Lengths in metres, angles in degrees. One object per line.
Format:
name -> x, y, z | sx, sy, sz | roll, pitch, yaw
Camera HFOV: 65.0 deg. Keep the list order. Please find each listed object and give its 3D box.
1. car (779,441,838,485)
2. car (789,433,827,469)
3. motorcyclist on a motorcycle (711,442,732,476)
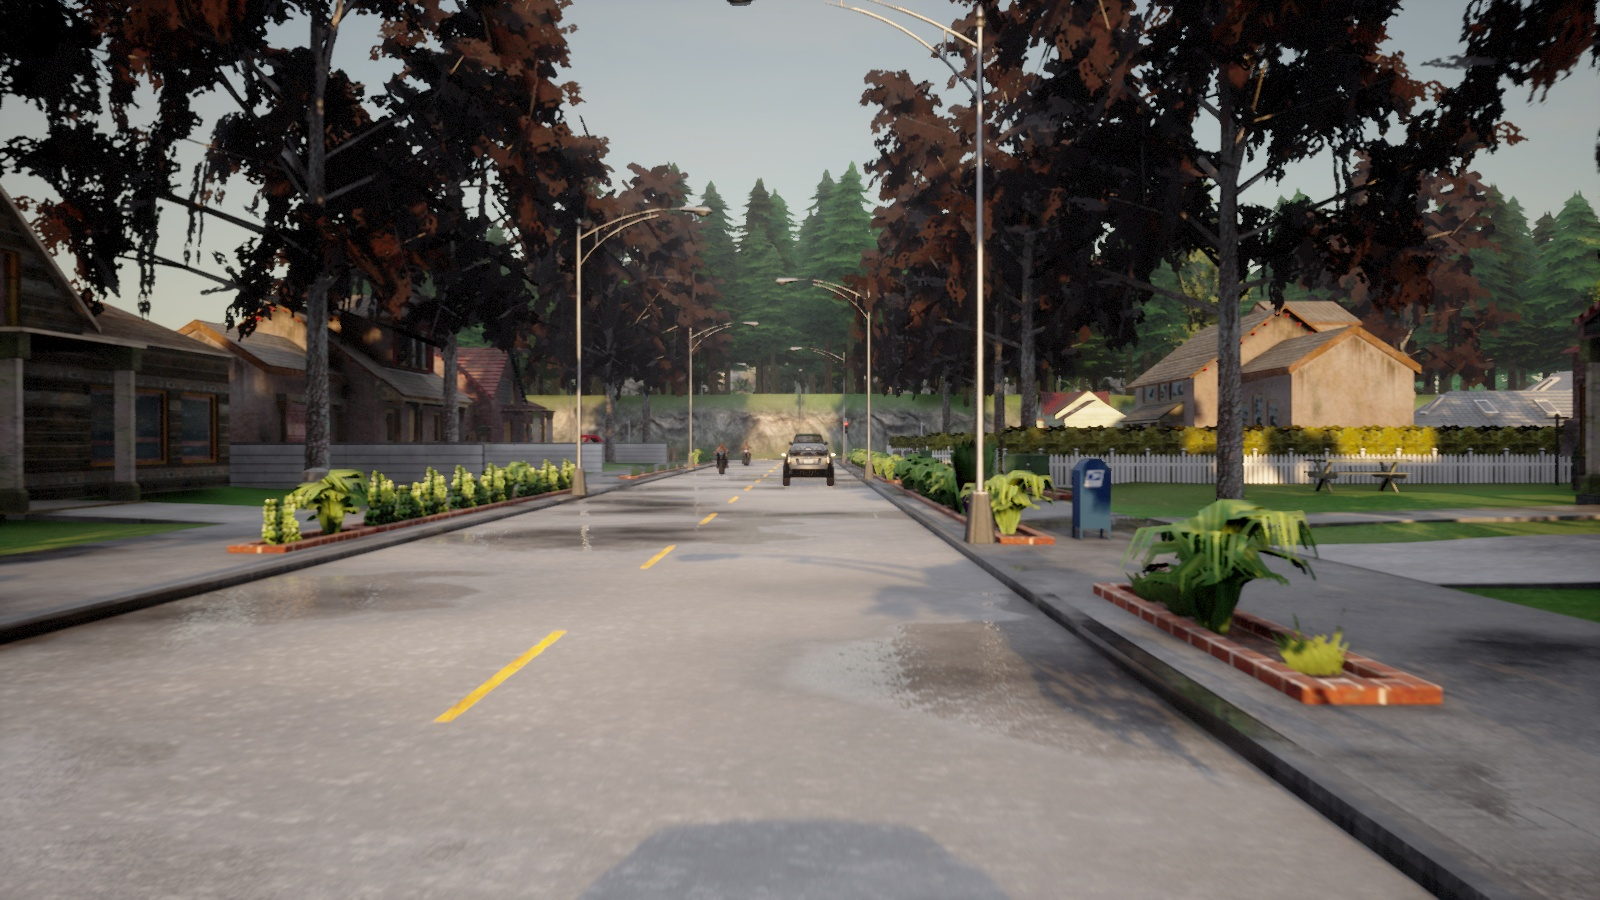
car -> 0.300, 0.438, 45.241 | 2.007, 1.525, 4.514 | 0, 0, 0
car -> 0.488, 0.042, 75.086 | 2.150, 2.045, 5.566 | 0, 0, 0
motorcyclist on a motorcycle -> -3.622, 0.398, 58.130 | 0.797, 1.523, 2.044 | 0, 0, 0
